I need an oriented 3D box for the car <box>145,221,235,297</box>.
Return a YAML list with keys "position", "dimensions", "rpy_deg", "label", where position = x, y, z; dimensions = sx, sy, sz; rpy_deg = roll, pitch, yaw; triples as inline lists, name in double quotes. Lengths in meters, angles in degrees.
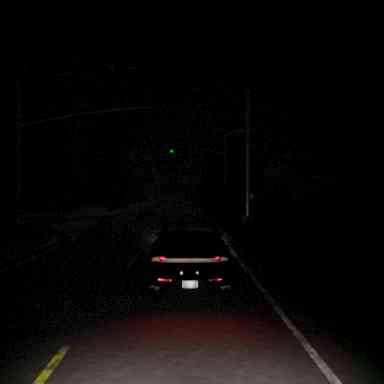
- position: [-0.072, 1.492, 8.586]
  dimensions: [2.128, 1.511, 4.902]
  rpy_deg: [0, 0, -1]
  label: "car"
